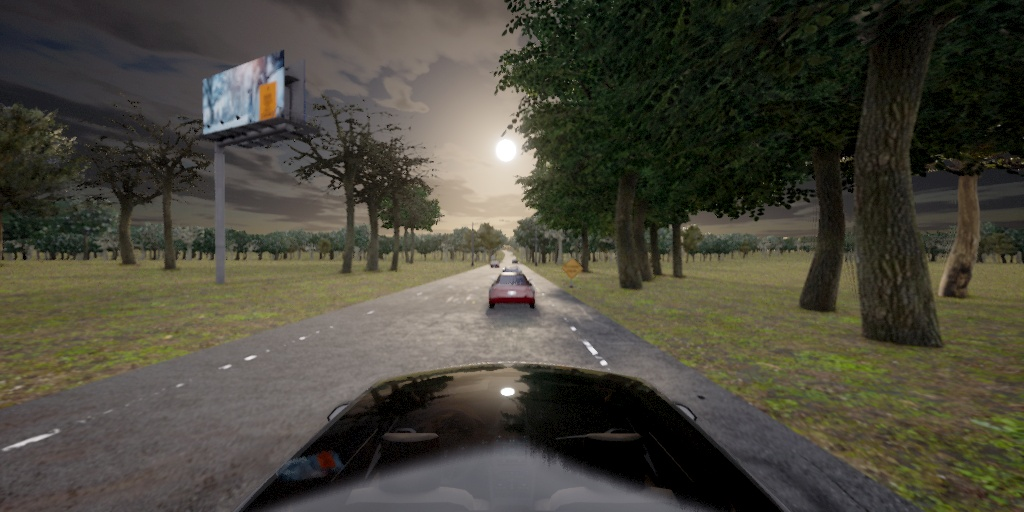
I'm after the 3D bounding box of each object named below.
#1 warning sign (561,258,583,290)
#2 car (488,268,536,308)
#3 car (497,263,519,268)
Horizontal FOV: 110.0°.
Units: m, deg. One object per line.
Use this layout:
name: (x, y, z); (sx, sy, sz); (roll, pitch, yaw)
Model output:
warning sign: (3.552, 1.026, 21.464); (1.300, 1.860, 1.060); (0, 0, 0)
car: (0.003, 1.434, 16.115); (1.994, 1.385, 4.181); (0, 0, 0)
car: (0.010, 1.549, 31.125); (1.994, 1.385, 4.181); (0, 0, 0)
